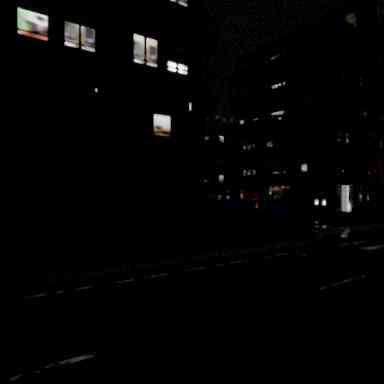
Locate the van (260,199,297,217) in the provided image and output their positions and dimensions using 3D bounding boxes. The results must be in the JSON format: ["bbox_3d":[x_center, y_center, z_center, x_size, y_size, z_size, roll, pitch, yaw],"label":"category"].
[{"bbox_3d":[8.735,1.560,33.780,1.690,1.788,3.998,-1,0,-36],"label":"van"}]

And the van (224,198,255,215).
[{"bbox_3d":[5.412,1.633,38.290,1.690,1.788,3.998,-1,0,-36],"label":"van"}]

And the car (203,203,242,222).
[{"bbox_3d":[2.005,1.845,28.851,1.802,1.307,4.206,-1,0,-36],"label":"car"}]
